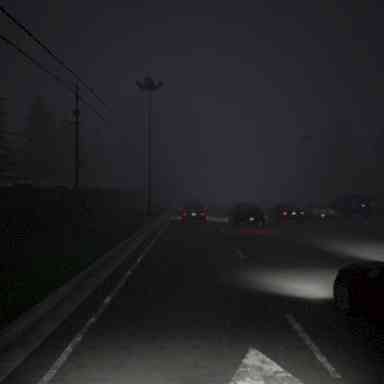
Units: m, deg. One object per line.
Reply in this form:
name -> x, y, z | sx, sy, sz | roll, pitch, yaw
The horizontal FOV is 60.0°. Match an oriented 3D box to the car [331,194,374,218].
car -> 14.105, 1.215, 30.046 | 2.150, 2.045, 5.566 | 0, 0, 0

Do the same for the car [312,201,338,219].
car -> 10.606, 1.594, 29.149 | 1.895, 1.301, 4.718 | 0, 0, 0

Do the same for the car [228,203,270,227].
car -> 3.603, 1.473, 22.535 | 1.882, 1.535, 5.008 | 0, 0, 0

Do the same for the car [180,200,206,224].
car -> 0.105, 1.542, 24.800 | 2.033, 1.411, 5.357 | 0, 0, 0

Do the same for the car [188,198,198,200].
car -> 0.087, 1.516, 42.805 | 1.812, 1.442, 4.674 | 0, 0, 0

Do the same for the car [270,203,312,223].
car -> 7.104, 1.542, 25.718 | 2.033, 1.411, 5.357 | 0, 0, 0

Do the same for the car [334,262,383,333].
car -> 3.601, 1.525, 4.409 | 1.812, 1.442, 4.674 | 0, 0, 0
